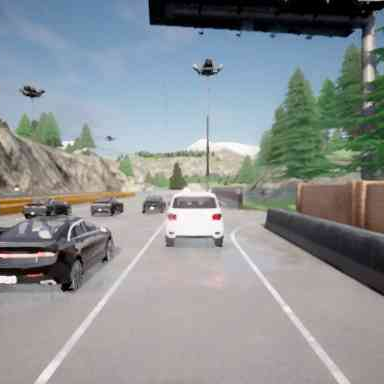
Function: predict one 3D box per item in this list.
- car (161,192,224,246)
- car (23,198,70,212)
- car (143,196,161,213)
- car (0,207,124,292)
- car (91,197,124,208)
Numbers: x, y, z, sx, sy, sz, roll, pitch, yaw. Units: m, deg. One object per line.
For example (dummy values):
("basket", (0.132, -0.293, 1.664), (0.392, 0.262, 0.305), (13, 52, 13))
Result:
("car", (0.104, 1.027, 14.190), (2.150, 2.045, 5.566), (0, 0, 0))
("car", (-10.393, 1.166, 24.149), (2.128, 1.511, 4.902), (0, 1, 0))
("car", (-3.386, 1.095, 30.635), (1.837, 1.490, 4.892), (0, 1, 0))
("car", (-3.396, 1.375, 8.577), (2.128, 1.511, 4.902), (0, 1, 0))
("car", (-6.890, 1.124, 27.361), (2.128, 1.511, 4.902), (0, 1, 0))
